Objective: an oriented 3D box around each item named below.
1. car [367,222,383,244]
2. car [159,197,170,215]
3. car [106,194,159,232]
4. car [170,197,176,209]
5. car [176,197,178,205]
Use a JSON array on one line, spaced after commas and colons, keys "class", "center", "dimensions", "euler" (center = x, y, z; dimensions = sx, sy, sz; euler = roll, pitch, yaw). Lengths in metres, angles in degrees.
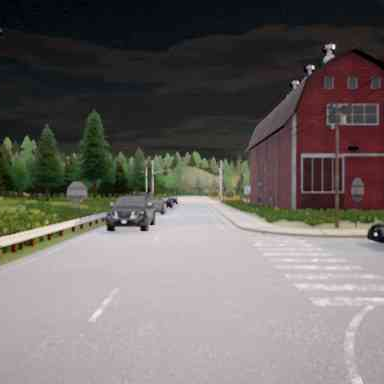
[{"class": "car", "center": [9.414, 1.529, 13.362], "dimensions": [4.181, 1.385, 1.994], "euler": [0, 0, 2]}, {"class": "car", "center": [-3.495, 1.424, 32.124], "dimensions": [1.837, 1.490, 4.892], "euler": [0, 0, 0]}, {"class": "car", "center": [-3.519, 1.168, 19.996], "dimensions": [2.150, 2.045, 5.566], "euler": [0, 0, 0]}, {"class": "car", "center": [-3.452, 1.488, 43.573], "dimensions": [1.895, 1.301, 4.718], "euler": [0, 0, 0]}, {"class": "car", "center": [-3.360, 1.455, 56.359], "dimensions": [1.895, 1.301, 4.718], "euler": [0, 0, 1]}]
